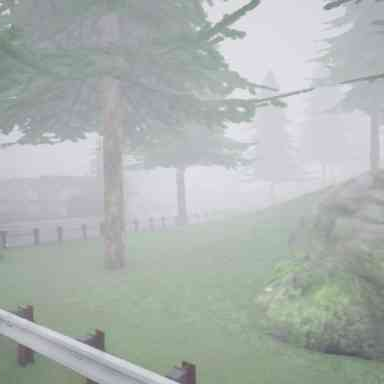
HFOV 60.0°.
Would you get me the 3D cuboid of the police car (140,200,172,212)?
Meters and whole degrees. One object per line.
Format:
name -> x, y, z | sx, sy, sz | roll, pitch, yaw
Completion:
police car -> -4.666, 1.815, 44.187 | 4.974, 1.542, 2.038 | -1, -1, 44
